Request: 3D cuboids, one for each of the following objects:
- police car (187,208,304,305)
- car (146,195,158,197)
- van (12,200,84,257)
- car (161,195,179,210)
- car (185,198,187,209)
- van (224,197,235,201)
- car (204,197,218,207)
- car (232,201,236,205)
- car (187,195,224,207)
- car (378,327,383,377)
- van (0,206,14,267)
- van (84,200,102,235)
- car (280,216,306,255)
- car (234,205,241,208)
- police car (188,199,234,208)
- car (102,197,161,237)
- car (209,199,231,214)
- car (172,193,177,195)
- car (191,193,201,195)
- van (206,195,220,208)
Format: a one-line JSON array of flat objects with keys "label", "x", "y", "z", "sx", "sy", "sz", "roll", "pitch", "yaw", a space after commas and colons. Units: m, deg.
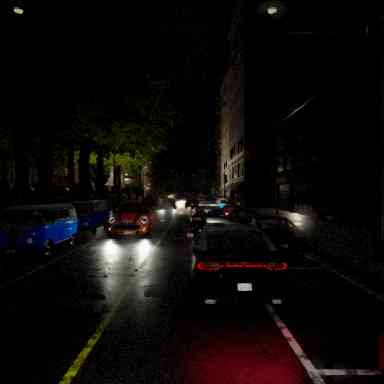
[{"label": "police car", "x": 0.904, "y": 1.424, "z": 8.289, "sx": 1.930, "sy": 1.638, "sz": 5.238, "roll": 0, "pitch": 0, "yaw": 0}, {"label": "car", "x": -5.652, "y": 1.276, "z": 46.471, "sx": 2.192, "sy": 1.841, "sz": 5.009, "roll": 0, "pitch": 0, "yaw": 0}, {"label": "van", "x": -5.665, "y": 1.338, "z": 12.523, "sx": 1.690, "sy": 1.788, "sz": 3.998, "roll": 0, "pitch": 0, "yaw": 0}, {"label": "car", "x": -2.983, "y": 1.492, "z": 43.099, "sx": 1.812, "sy": 1.442, "sz": 4.674, "roll": 0, "pitch": 0, "yaw": 0}, {"label": "car", "x": 0.032, "y": 1.527, "z": 45.330, "sx": 1.994, "sy": 1.385, "sz": 4.181, "roll": 0, "pitch": 0, "yaw": 0}, {"label": "van", "x": 2.866, "y": 1.324, "z": 29.526, "sx": 1.690, "sy": 1.788, "sz": 3.998, "roll": 0, "pitch": 0, "yaw": 0}, {"label": "car", "x": 2.875, "y": 1.518, "z": 52.169, "sx": 1.947, "sy": 1.339, "sz": 4.313, "roll": 0, "pitch": 0, "yaw": 0}, {"label": "car", "x": 2.865, "y": 1.570, "z": 23.866, "sx": 1.802, "sy": 1.307, "sz": 4.206, "roll": 0, "pitch": 0, "yaw": 0}, {"label": "car", "x": 0.909, "y": 1.339, "z": 24.148, "sx": 2.097, "sy": 1.767, "sz": 4.553, "roll": 0, "pitch": 0, "yaw": 0}, {"label": "car", "x": 2.856, "y": 1.315, "z": 1.224, "sx": 2.192, "sy": 1.841, "sz": 5.009, "roll": 0, "pitch": 0, "yaw": 0}, {"label": "van", "x": -5.667, "y": 1.340, "z": 6.865, "sx": 1.690, "sy": 1.788, "sz": 3.998, "roll": 0, "pitch": 0, "yaw": 0}, {"label": "van", "x": -5.663, "y": 1.334, "z": 18.181, "sx": 1.690, "sy": 1.788, "sz": 3.998, "roll": 0, "pitch": 0, "yaw": 0}, {"label": "car", "x": 2.861, "y": 1.541, "z": 12.545, "sx": 1.887, "sy": 1.381, "sz": 4.507, "roll": 0, "pitch": 0, "yaw": 0}, {"label": "car", "x": 2.863, "y": 1.575, "z": 18.206, "sx": 1.802, "sy": 1.307, "sz": 4.206, "roll": 0, "pitch": 0, "yaw": 0}, {"label": "police car", "x": 0.908, "y": 1.418, "z": 18.288, "sx": 1.930, "sy": 1.638, "sz": 5.238, "roll": 0, "pitch": 0, "yaw": 0}, {"label": "car", "x": -3.092, "y": 1.345, "z": 17.995, "sx": 2.097, "sy": 1.767, "sz": 4.553, "roll": 0, "pitch": 0, "yaw": 0}, {"label": "car", "x": 2.869, "y": 1.521, "z": 35.187, "sx": 1.887, "sy": 1.381, "sz": 4.507, "roll": 0, "pitch": 0, "yaw": 0}, {"label": "car", "x": -5.638, "y": 1.402, "z": 89.990, "sx": 1.752, "sy": 1.417, "sz": 4.829, "roll": 0, "pitch": 0, "yaw": 0}, {"label": "car", "x": 0.021, "y": 1.431, "z": 58.733, "sx": 2.128, "sy": 1.511, "sz": 4.902, "roll": 0, "pitch": 0, "yaw": 0}, {"label": "van", "x": 2.873, "y": 1.302, "z": 46.508, "sx": 1.690, "sy": 1.788, "sz": 3.998, "roll": 0, "pitch": 0, "yaw": 0}]
